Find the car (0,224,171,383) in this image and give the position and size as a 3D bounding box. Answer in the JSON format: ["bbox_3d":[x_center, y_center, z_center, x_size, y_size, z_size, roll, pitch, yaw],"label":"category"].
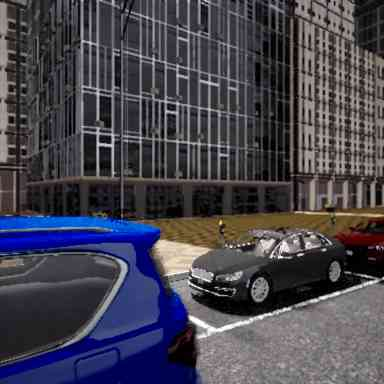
[{"bbox_3d":[-2.563,1.441,4.734,4.097,1.590,1.967,0,0,-35],"label":"car"}]

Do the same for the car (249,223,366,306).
[{"bbox_3d":[1.950,1.550,7.932,4.403,1.369,2.008,0,0,-35],"label":"car"}]

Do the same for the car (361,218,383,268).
[{"bbox_3d":[6.464,1.544,11.131,4.507,1.381,1.887,0,0,-35],"label":"car"}]

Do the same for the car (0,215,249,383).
[{"bbox_3d":[-2.513,1.222,1.594,5.566,2.045,2.150,0,0,-35],"label":"car"}]
